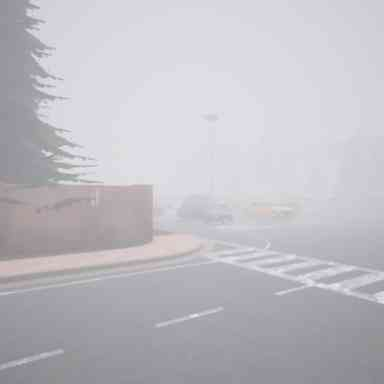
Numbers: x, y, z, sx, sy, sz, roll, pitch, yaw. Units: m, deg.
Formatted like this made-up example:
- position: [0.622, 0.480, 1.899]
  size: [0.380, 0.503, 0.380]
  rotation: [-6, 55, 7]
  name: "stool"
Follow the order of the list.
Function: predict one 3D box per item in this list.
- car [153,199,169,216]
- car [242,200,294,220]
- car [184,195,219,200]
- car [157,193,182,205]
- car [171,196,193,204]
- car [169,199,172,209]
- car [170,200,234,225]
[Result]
- position: [-4.585, 1.386, 32.753]
  size: [2.097, 1.767, 4.553]
  rotation: [0, 0, -35]
  name: "car"
- position: [6.536, 1.527, 29.135]
  size: [1.882, 1.535, 5.008]
  rotation: [0, 0, -35]
  name: "car"
- position: [1.226, 1.263, 30.588]
  size: [2.150, 2.045, 5.566]
  rotation: [0, 0, -35]
  name: "car"
- position: [-4.263, 1.294, 62.975]
  size: [2.150, 2.045, 5.566]
  rotation: [0, 0, -36]
  name: "car"
- position: [-2.001, 1.585, 65.703]
  size: [1.837, 1.490, 4.892]
  rotation: [0, 0, -35]
  name: "car"
- position: [-4.786, 1.519, 39.107]
  size: [1.882, 1.535, 5.008]
  rotation: [0, 0, -36]
  name: "car"
- position: [0.793, 1.581, 25.098]
  size: [2.033, 1.411, 5.357]
  rotation: [0, 0, -34]
  name: "car"
